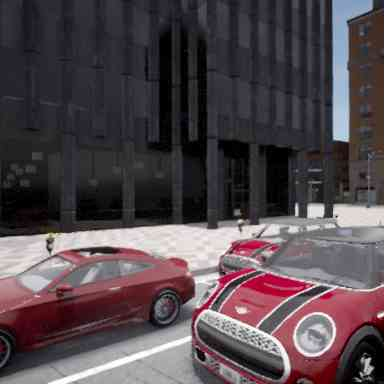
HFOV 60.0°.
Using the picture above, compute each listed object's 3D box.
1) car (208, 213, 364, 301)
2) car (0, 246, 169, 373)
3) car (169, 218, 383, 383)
[{"bbox_3d":[2.630,1.469,8.925,4.097,1.590,1.967,0,0,-38],"label":"car"},{"bbox_3d":[-1.835,1.612,5.479,4.206,1.307,1.802,0,0,-38],"label":"car"},{"bbox_3d":[2.178,1.367,4.967,4.553,1.767,2.097,0,0,-38],"label":"car"}]
